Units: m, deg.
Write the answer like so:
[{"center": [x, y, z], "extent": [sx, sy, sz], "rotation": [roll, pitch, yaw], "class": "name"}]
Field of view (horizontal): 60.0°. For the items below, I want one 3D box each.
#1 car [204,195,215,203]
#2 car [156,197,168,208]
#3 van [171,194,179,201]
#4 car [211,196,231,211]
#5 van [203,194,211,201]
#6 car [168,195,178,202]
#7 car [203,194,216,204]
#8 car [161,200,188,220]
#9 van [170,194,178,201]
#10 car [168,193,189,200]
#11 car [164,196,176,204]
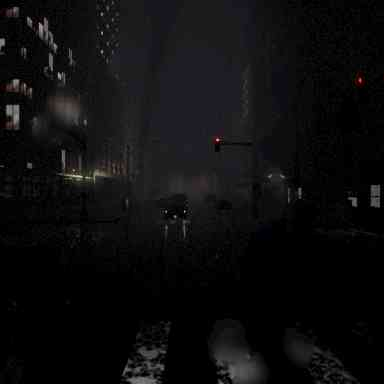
[{"center": [3.628, 1.432, 69.407], "extent": [1.967, 1.590, 4.097], "rotation": [0, 0, 0], "class": "car"}, {"center": [-4.117, 1.593, 47.248], "extent": [1.802, 1.307, 4.206], "rotation": [0, 0, 0], "class": "car"}, {"center": [-4.354, 1.315, 85.940], "extent": [1.690, 1.788, 3.998], "rotation": [0, 0, 0], "class": "van"}, {"center": [3.847, 1.579, 41.770], "extent": [1.947, 1.339, 4.313], "rotation": [0, 0, 0], "class": "car"}, {"center": [3.560, 1.321, 80.461], "extent": [1.690, 1.788, 3.998], "rotation": [0, 0, 0], "class": "van"}, {"center": [-4.286, 1.426, 74.886], "extent": [1.967, 1.590, 4.097], "rotation": [0, 0, 0], "class": "car"}, {"center": [3.662, 1.313, 63.878], "extent": [2.192, 1.841, 5.009], "rotation": [0, 0, 0], "class": "car"}, {"center": [-1.388, 1.620, 28.137], "extent": [1.895, 1.301, 4.718], "rotation": [0, 0, -3], "class": "car"}, {"center": [-4.320, 1.321, 80.413], "extent": [1.690, 1.788, 3.998], "rotation": [0, 0, 0], "class": "van"}, {"center": [-1.631, 1.236, 43.882], "extent": [2.150, 2.045, 5.566], "rotation": [0, 0, 0], "class": "car"}, {"center": [-4.218, 1.564, 63.830], "extent": [1.947, 1.339, 4.313], "rotation": [0, 0, 0], "class": "car"}]
